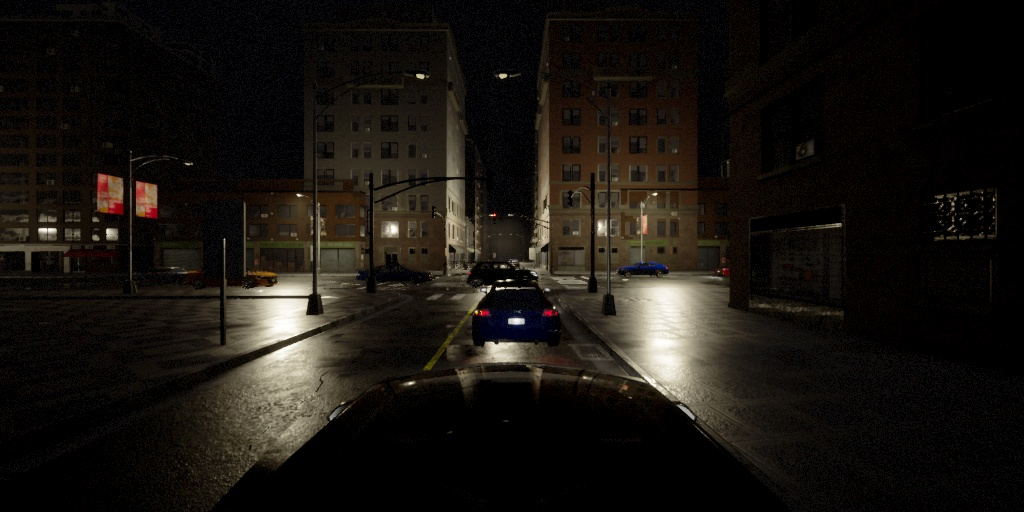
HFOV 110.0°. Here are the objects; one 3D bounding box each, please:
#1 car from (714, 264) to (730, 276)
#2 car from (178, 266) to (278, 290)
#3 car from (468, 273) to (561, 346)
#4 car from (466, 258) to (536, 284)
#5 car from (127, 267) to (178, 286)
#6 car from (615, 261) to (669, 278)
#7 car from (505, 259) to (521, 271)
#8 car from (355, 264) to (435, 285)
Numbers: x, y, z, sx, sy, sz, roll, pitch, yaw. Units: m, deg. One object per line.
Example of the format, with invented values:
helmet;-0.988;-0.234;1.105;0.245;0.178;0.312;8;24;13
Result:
car;20.896;1.225;32.793;4.181;1.385;1.994;0;0;0
car;-17.579;1.288;22.660;5.008;1.535;1.882;0;0;0
car;0.096;1.314;9.387;1.994;1.385;4.181;0;0;0
car;-0.539;1.094;22.741;4.553;1.767;2.097;0;0;0
car;-24.533;1.438;25.872;4.718;1.301;1.895;0;0;0
car;11.856;1.218;32.753;4.674;1.442;1.812;0;0;0
car;0.127;1.266;52.368;2.128;1.511;4.902;0;0;0
car;-8.384;1.321;25.954;5.357;1.411;2.033;0;0;0
